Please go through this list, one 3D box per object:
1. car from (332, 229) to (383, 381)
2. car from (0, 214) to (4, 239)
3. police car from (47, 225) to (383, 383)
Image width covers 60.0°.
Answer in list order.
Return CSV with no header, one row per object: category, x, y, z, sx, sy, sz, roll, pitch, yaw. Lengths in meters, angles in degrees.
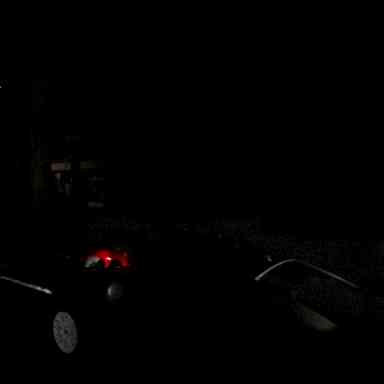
car,4.046,1.457,3.873,4.097,1.590,1.967,0,0,36
car,-9.710,1.226,13.720,5.009,1.841,2.192,0,0,36
police car,0.056,1.416,4.321,5.238,1.638,1.930,0,0,36
